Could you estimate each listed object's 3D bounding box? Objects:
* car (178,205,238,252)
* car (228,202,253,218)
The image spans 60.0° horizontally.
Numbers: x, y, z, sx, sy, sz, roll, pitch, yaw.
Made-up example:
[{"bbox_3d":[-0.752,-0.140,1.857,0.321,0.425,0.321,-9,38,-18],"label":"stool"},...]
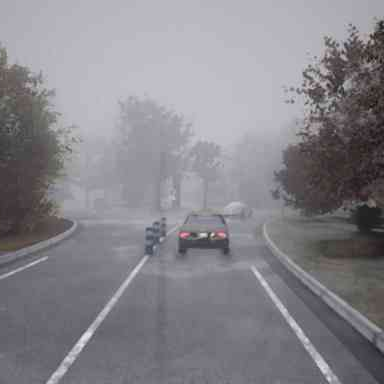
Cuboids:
[{"bbox_3d":[0.513,1.443,13.227,2.033,1.411,5.357,0,0,3],"label":"car"},{"bbox_3d":[4.307,1.633,30.984,1.812,1.442,4.674,-1,-1,24],"label":"car"}]
